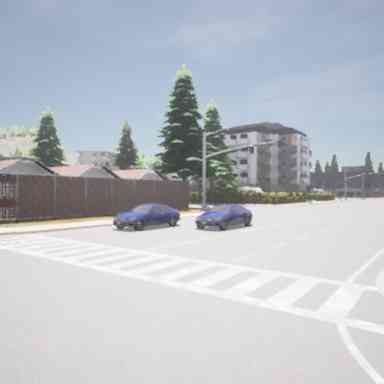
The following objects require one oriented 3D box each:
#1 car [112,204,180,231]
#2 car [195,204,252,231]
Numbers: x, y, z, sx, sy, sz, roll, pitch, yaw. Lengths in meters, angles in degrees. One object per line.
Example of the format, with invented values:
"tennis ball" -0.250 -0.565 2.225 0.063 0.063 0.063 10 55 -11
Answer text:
"car" -2.614 1.439 20.116 1.812 1.442 4.674 0 0 38
"car" 2.081 1.462 20.473 1.812 1.442 4.674 0 0 38
